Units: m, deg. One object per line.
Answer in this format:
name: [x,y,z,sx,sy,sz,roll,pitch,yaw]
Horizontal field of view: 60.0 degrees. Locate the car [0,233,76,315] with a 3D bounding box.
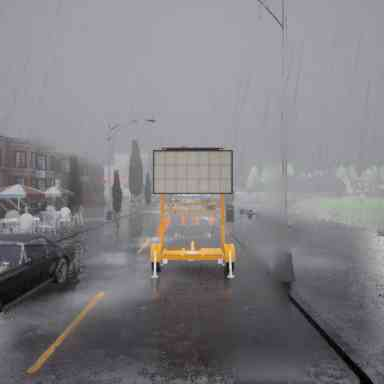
car: [-4.085,1.601,6.815,1.895,1.301,4.718,0,0,0]

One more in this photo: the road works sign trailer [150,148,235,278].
road works sign trailer: [0.024,0.464,10.141,2.380,3.560,2.880,0,0,0]

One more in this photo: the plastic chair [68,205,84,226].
plastic chair: [-7.396,1.506,21.185,0.730,1.271,0.750,0,0,-40]

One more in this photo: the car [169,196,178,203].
car: [-3.838,1.492,69.405,2.128,1.511,4.902,0,0,0]
